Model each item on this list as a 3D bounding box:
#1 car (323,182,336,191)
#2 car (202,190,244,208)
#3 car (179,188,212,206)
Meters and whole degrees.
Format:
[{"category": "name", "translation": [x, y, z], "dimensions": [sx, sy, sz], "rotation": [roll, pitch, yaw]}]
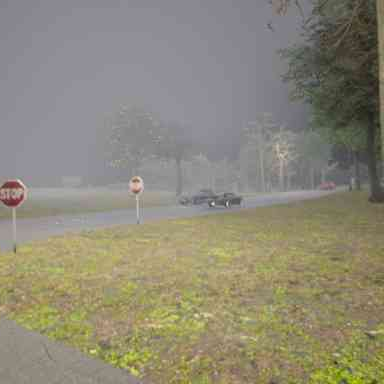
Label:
[{"category": "car", "translation": [34.931, -1.479, 84.553], "dimensions": [2.150, 2.045, 5.566], "rotation": [-3, 0, 35]}, {"category": "car", "translation": [3.274, 0.732, 31.923], "dimensions": [1.837, 1.490, 4.892], "rotation": [-3, 0, 34]}, {"category": "car", "translation": [0.727, 0.611, 40.621], "dimensions": [2.150, 2.045, 5.566], "rotation": [-3, 0, 34]}]
